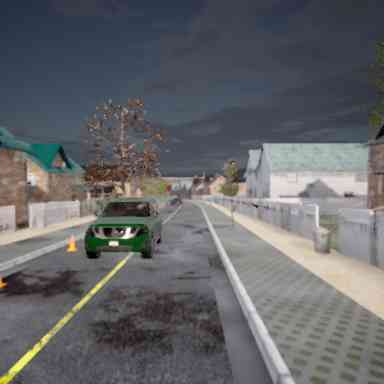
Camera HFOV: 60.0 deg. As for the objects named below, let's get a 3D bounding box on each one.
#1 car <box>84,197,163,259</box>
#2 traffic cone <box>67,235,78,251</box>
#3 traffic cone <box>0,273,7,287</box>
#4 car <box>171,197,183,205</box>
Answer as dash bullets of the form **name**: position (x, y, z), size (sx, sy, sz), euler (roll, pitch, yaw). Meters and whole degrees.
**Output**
- **car**: position (-2.401, 1.245, 13.055), size (2.150, 2.045, 5.566), euler (0, 0, 0)
- **traffic cone**: position (-4.681, 1.980, 13.037), size (0.340, 0.580, 0.340), euler (0, 0, 0)
- **traffic cone**: position (-4.709, 1.971, 8.022), size (0.340, 0.580, 0.340), euler (0, 0, 0)
- **car**: position (-3.088, 1.804, 65.712), size (1.837, 1.490, 4.892), euler (0, -1, -12)
